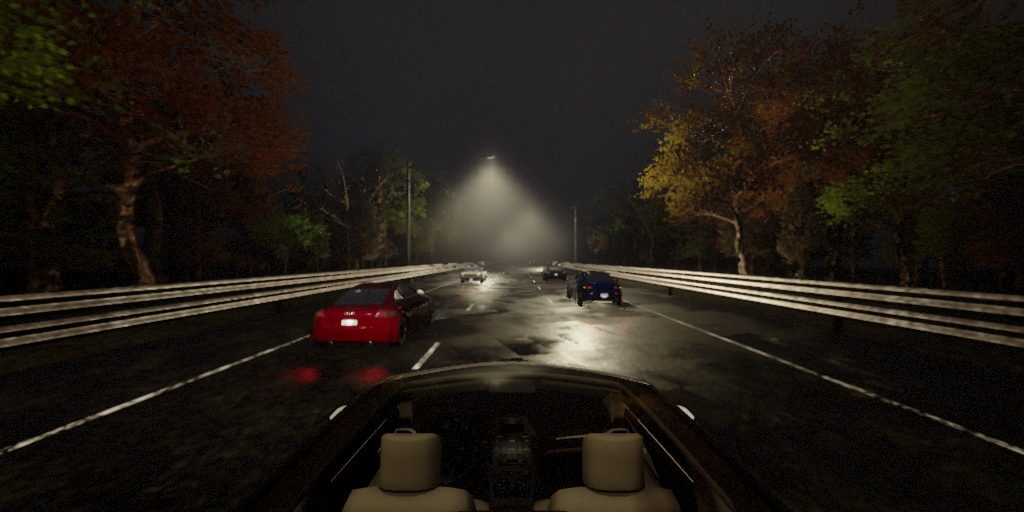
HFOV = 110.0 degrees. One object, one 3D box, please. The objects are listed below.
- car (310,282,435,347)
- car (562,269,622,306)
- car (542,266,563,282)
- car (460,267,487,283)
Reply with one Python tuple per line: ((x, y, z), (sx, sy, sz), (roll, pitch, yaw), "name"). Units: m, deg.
((-3.396, 1.381, 9.523), (1.994, 1.385, 4.181), (0, 0, 0), "car")
((3.649, 1.399, 16.411), (1.812, 1.442, 4.674), (0, 0, 0), "car")
((3.822, 1.574, 32.860), (1.994, 1.385, 4.181), (0, 0, 1), "car")
((-3.210, 1.594, 30.743), (1.895, 1.301, 4.718), (0, 0, 1), "car")
